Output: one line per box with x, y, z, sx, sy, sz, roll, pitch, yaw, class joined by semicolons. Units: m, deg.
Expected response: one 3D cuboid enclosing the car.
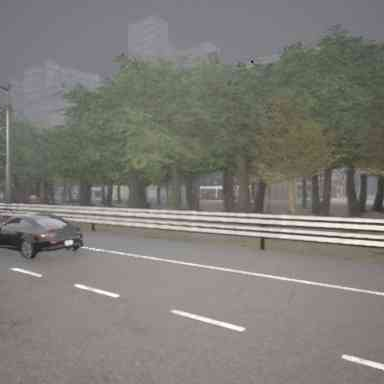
-5.985;1.535;12.452;4.674;1.442;1.812;0;0;36;car
